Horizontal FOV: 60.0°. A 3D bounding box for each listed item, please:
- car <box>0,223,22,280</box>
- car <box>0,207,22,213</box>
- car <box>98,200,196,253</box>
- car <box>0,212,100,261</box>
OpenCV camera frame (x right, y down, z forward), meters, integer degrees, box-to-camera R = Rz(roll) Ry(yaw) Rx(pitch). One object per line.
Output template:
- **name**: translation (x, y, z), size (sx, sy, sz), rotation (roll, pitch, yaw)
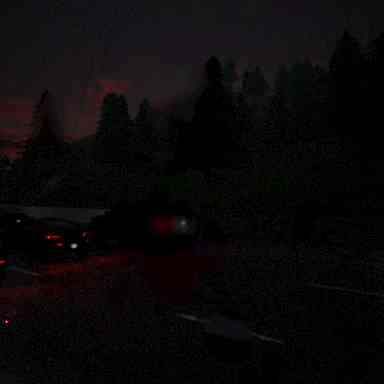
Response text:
- **car**: translation (-6.757, 1.679, 9.259), size (4.674, 1.442, 1.812), rotation (-1, -1, 40)
- **car**: translation (-13.930, 1.894, 25.100), size (4.674, 1.442, 1.812), rotation (-1, 0, 45)
- **car**: translation (-2.359, 1.377, 14.696), size (5.566, 2.045, 2.150), rotation (-1, 0, 40)
- **car**: translation (-5.860, 1.702, 13.096), size (4.674, 1.442, 1.812), rotation (-1, 0, 41)
